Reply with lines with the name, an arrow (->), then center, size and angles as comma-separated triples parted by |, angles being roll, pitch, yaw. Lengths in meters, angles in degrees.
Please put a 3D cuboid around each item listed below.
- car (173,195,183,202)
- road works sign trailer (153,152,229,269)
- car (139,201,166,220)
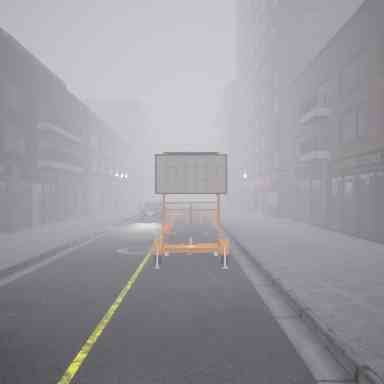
car -> -3.250, 1.559, 77.050 | 2.128, 1.511, 4.902 | 0, 0, 0
road works sign trailer -> -0.029, 0.467, 11.182 | 2.380, 3.560, 2.880 | 0, 0, 0
car -> -3.190, 1.503, 27.780 | 2.128, 1.511, 4.902 | 0, 0, 0
